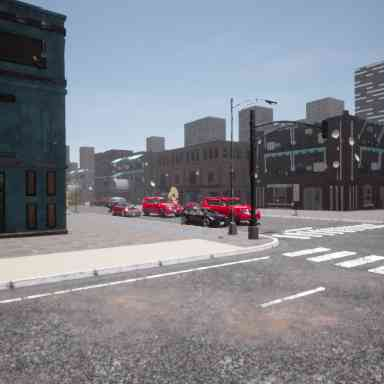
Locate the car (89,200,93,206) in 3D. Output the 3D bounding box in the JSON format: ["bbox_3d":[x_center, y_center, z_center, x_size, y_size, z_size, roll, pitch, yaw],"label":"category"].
[{"bbox_3d":[-19.644,2.228,67.954,1.887,1.381,4.507,-1,0,-36],"label":"car"}]

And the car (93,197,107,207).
[{"bbox_3d":[-16.432,1.940,63.449,2.192,1.841,5.009,-1,0,-36],"label":"car"}]

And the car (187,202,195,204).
[{"bbox_3d":[-0.338,1.904,40.931,1.802,1.307,4.206,-2,0,-36],"label":"car"}]

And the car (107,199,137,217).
[{"bbox_3d":[-7.159,1.846,36.057,1.967,1.590,4.097,-1,0,-36],"label":"car"}]

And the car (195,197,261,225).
[{"bbox_3d":[2.901,1.445,26.472,2.150,2.045,5.566,-1,0,-34],"label":"car"}]

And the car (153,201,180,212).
[{"bbox_3d":[-3.555,1.966,45.434,1.802,1.307,4.206,-2,0,-36],"label":"car"}]

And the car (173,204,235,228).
[{"bbox_3d":[0.811,1.814,24.695,1.947,1.339,4.313,-2,0,-36],"label":"car"}]

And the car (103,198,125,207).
[{"bbox_3d":[-9.576,1.972,43.942,1.837,1.490,4.892,-1,0,-35],"label":"car"}]

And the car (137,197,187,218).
[{"bbox_3d":[-3.253,1.566,35.060,2.150,2.045,5.566,-1,0,-35],"label":"car"}]
